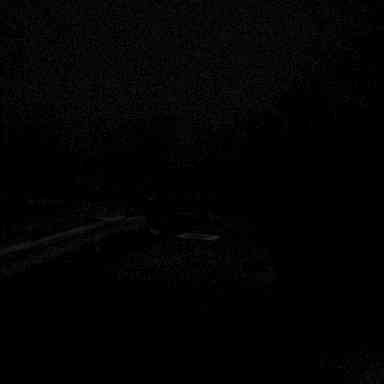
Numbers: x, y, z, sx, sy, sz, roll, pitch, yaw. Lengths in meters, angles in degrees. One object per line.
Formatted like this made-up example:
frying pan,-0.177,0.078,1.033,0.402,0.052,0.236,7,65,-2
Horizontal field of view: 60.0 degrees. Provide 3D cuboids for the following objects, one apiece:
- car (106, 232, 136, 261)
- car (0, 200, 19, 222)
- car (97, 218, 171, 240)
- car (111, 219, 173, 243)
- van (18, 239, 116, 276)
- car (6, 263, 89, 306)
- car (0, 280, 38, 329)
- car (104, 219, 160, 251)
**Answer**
car,-5.596,3.405,18.295,4.553,1.767,2.185,3,3,-11
car,-20.282,1.798,33.049,5.566,2.045,2.435,2,3,-10
car,-4.577,3.019,24.255,5.566,2.045,2.435,3,3,-10
car,-4.084,3.169,27.248,4.792,1.488,2.163,3,3,-10
van,-6.021,3.438,15.340,4.442,1.987,1.878,3,3,-10
car,-6.653,3.788,12.348,4.892,1.521,2.231,3,3,-10
car,-7.200,3.788,9.374,4.553,1.767,2.185,3,3,-10
car,-5.135,3.147,21.249,5.566,2.045,2.435,3,3,-11
